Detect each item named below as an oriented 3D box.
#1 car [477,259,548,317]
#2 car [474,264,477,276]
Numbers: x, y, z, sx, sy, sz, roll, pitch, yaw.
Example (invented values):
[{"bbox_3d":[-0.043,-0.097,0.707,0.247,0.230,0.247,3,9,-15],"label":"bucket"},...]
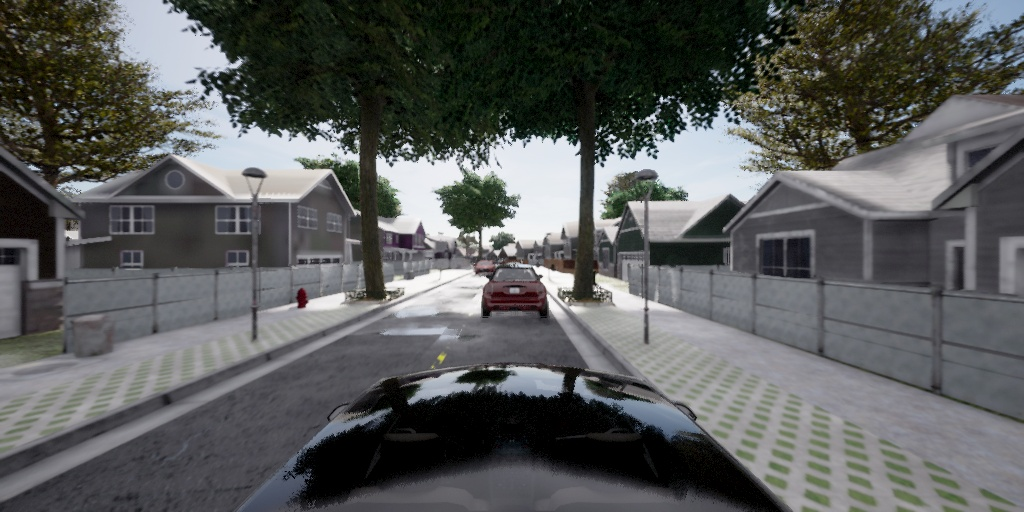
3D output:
[{"bbox_3d":[0.087,1.071,13.073,2.097,1.767,4.553,0,0,0],"label":"car"},{"bbox_3d":[-2.845,1.226,37.821,1.882,1.535,5.008,0,0,0],"label":"car"}]
